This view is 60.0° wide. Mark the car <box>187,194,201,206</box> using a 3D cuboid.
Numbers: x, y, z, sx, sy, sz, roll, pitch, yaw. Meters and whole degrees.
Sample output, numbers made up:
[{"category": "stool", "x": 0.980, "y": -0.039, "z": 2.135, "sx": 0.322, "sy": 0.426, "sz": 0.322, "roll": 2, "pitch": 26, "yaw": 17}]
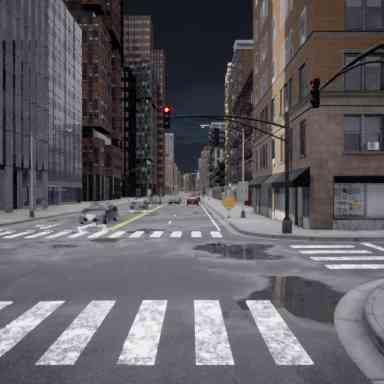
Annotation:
[{"category": "car", "x": 0.100, "y": 1.493, "z": 54.838, "sx": 1.882, "sy": 1.535, "sz": 5.008, "roll": 0, "pitch": 0, "yaw": 0}]

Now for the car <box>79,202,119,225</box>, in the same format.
[{"category": "car", "x": -6.598, "y": 1.494, "z": 23.994, "sx": 2.128, "sy": 1.511, "sz": 4.902, "roll": 0, "pitch": 0, "yaw": 0}]

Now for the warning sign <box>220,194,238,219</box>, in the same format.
[{"category": "warning sign", "x": 2.853, "y": 1.118, "z": 25.648, "sx": 1.300, "sy": 1.860, "sz": 1.060, "roll": 0, "pitch": 0, "yaw": 0}]

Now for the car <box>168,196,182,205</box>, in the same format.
[{"category": "car", "x": -3.151, "y": 1.619, "z": 59.379, "sx": 1.895, "sy": 1.301, "sz": 4.718, "roll": 0, "pitch": 0, "yaw": 0}]

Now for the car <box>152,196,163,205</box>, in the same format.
[{"category": "car", "x": -6.500, "y": 1.433, "z": 59.831, "sx": 2.097, "sy": 1.767, "sz": 4.553, "roll": 0, "pitch": 0, "yaw": 0}]

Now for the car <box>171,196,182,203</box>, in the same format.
[{"category": "car", "x": -3.154, "y": 1.573, "z": 69.638, "sx": 2.033, "sy": 1.411, "sz": 5.357, "roll": 0, "pitch": 0, "yaw": 0}]

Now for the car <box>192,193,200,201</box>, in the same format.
[{"category": "car", "x": 0.975, "y": 1.267, "z": 85.682, "sx": 2.150, "sy": 2.045, "sz": 5.566, "roll": 0, "pitch": 0, "yaw": 0}]

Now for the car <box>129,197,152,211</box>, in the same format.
[{"category": "car", "x": -6.597, "y": 1.534, "z": 41.992, "sx": 1.812, "sy": 1.442, "sz": 4.674, "roll": 0, "pitch": 0, "yaw": 0}]
